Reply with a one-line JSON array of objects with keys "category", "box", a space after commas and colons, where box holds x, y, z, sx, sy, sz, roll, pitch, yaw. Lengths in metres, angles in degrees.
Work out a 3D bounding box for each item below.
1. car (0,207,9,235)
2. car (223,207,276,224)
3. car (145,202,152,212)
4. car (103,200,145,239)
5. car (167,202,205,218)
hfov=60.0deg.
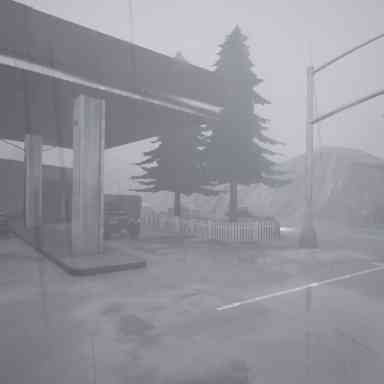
[{"category": "car", "box": [-11.604, 1.521, 18.514, 2.242, 1.667, 4.611, 1, 0, -36]}, {"category": "car", "box": [4.244, 1.817, 24.900, 1.994, 1.385, 4.181, 1, 0, -35]}, {"category": "car", "box": [-6.536, 1.652, 40.227, 1.812, 1.442, 4.674, 1, 0, -35]}, {"category": "car", "box": [-4.473, 1.446, 18.305, 1.905, 1.878, 3.866, 1, 0, -36]}, {"category": "car", "box": [-0.672, 1.721, 31.899, 1.812, 1.442, 4.674, 1, 0, -35]}]
